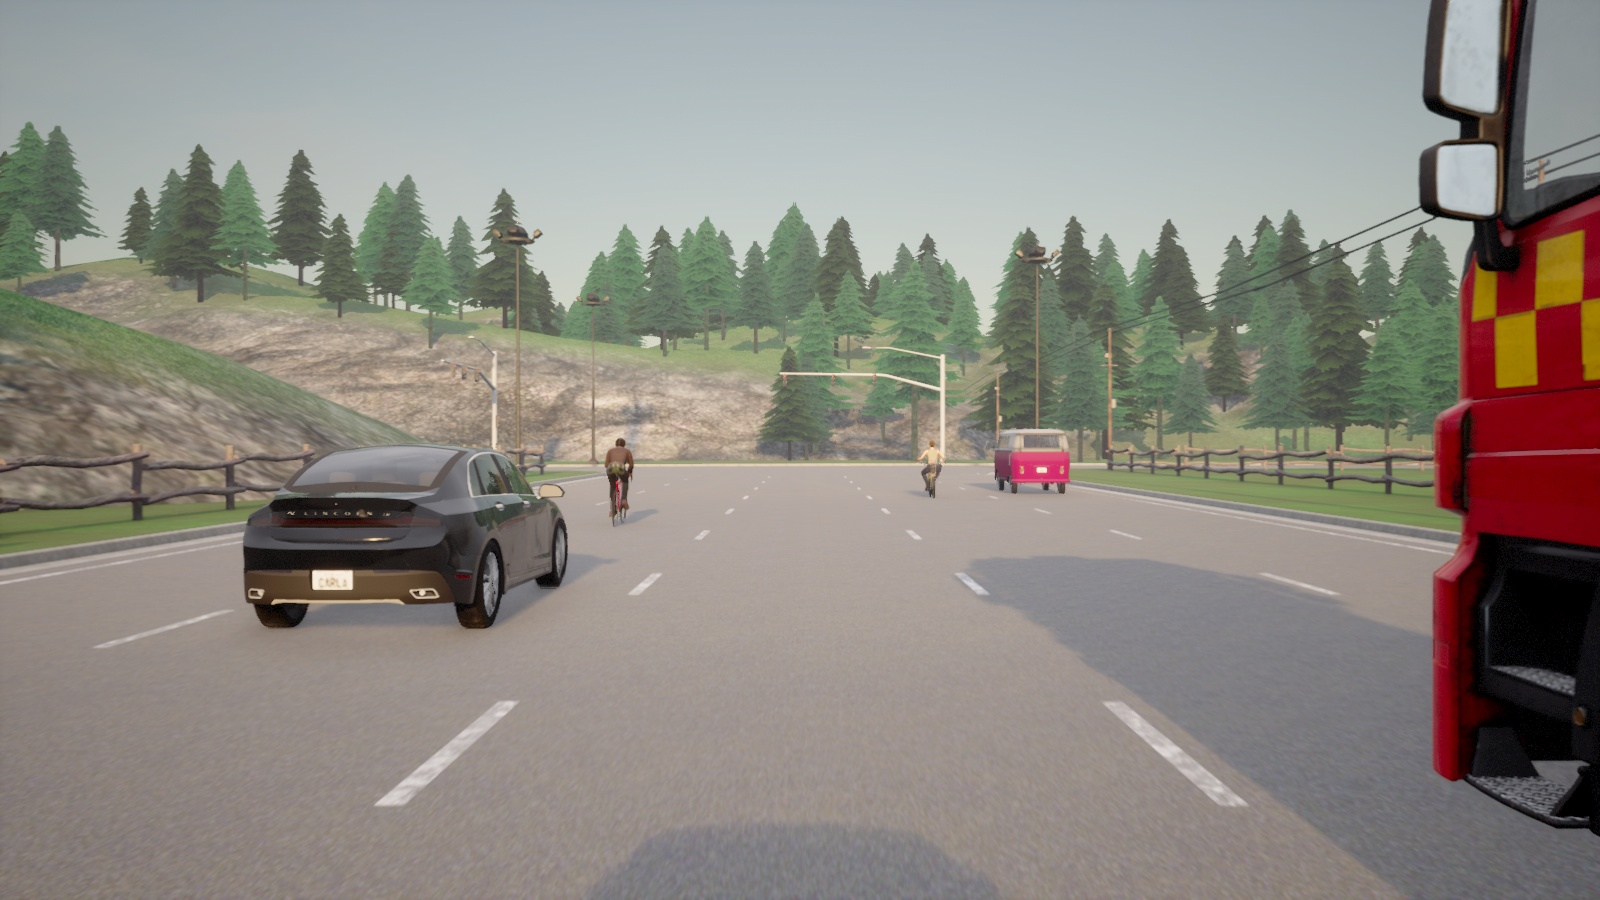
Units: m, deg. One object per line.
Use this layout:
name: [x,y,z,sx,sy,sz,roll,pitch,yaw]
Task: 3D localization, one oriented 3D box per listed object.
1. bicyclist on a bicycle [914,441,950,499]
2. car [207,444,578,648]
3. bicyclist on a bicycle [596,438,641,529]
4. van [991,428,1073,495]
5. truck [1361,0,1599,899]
bicyclist on a bicycle: [3.708,0.542,35.347,0.866,1.612,1.509,0,0,1]
car: [-3.420,0.701,11.650,1.837,1.490,4.892,0,0,0]
bicyclist on a bicycle: [-3.355,0.601,23.354,0.582,1.620,1.656,0,0,0]
van: [7.236,0.344,39.579,1.775,1.987,4.442,0,0,0]
truck: [3.519,-0.417,0.457,2.891,3.827,8.468,0,0,0]
